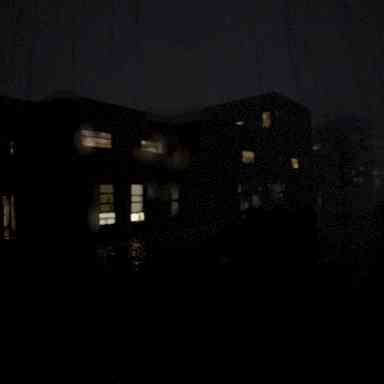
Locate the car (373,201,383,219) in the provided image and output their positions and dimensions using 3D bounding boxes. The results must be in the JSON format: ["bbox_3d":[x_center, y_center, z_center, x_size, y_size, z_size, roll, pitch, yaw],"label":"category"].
[{"bbox_3d":[16.536,1.436,27.835,1.967,1.590,4.097,-3,-1,39],"label":"car"}]

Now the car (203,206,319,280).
[{"bbox_3d":[2.444,1.429,10.690,2.192,1.841,5.009,-3,-1,39],"label":"car"}]
